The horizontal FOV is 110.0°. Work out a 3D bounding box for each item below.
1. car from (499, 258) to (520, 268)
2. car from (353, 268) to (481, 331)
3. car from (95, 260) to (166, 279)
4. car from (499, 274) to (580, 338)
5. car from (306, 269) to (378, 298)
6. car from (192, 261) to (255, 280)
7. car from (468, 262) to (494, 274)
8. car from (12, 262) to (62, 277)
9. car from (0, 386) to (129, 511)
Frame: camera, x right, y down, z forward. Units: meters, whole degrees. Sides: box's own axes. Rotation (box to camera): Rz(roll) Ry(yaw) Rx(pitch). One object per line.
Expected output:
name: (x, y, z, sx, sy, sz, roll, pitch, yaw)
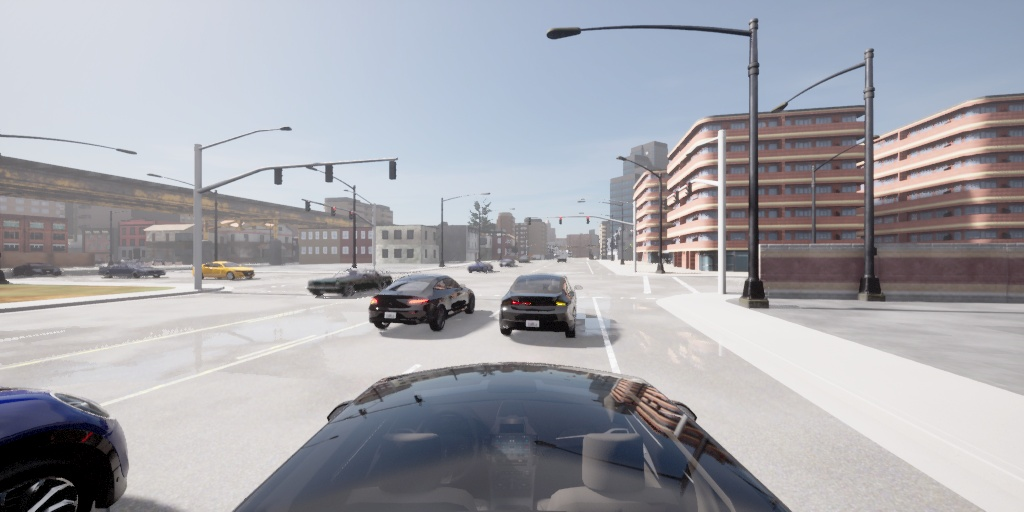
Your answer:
car: (-0.677, 1.013, 54.936, 2.128, 1.511, 4.902, 0, 1, 11)
car: (-2.531, 1.276, 10.977, 1.812, 1.442, 4.674, 0, 0, 11)
car: (-34.237, 1.297, 32.266, 5.357, 1.411, 2.033, 0, 0, 9)
car: (0.914, 1.255, 10.335, 1.837, 1.490, 4.892, 0, 0, 11)
car: (-8.323, 1.346, 18.752, 1.895, 1.301, 4.718, 0, 0, 11)
car: (-24.580, 1.228, 30.627, 5.008, 1.535, 1.882, 0, 0, 10)
car: (-3.498, 1.294, 40.464, 1.895, 1.301, 4.718, 0, 0, 11)
car: (-46.233, 1.314, 34.892, 4.181, 1.385, 1.994, 0, 0, 19)
car: (-4.029, 1.102, 0.798, 2.097, 1.767, 4.553, 0, 0, 4)
